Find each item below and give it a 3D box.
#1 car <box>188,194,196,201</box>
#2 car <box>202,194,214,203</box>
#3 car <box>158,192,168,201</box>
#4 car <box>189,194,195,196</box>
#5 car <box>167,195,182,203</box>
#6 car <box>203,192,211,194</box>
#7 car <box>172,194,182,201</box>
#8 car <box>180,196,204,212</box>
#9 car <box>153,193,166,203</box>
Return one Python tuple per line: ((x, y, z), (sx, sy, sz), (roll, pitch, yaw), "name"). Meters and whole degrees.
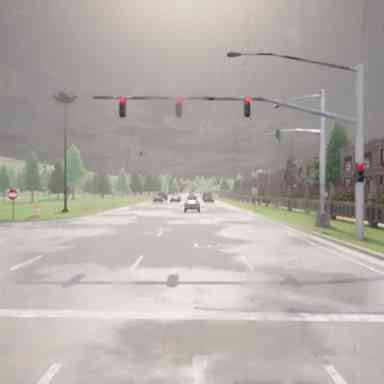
((0.027, 1.271, 78.737), (1.837, 1.490, 4.892), (0, 0, 0), "car")
((3.524, 1.547, 68.763), (1.895, 1.301, 4.718), (0, 0, 0), "car")
((-6.973, 0.996, 78.769), (2.150, 2.045, 5.566), (0, 0, 0), "car")
((0.023, 1.298, 68.704), (2.097, 1.767, 4.553), (0, 0, 0), "car")
((-3.476, 1.510, 68.735), (1.994, 1.385, 4.181), (0, 0, 0), "car")
((3.527, 0.996, 78.766), (2.150, 2.045, 5.566), (0, 0, 0), "car")
((-3.473, 1.311, 78.738), (2.033, 1.411, 5.357), (0, 0, 0), "car")
((0.013, 1.518, 37.704), (2.033, 1.411, 5.357), (0, 0, 0), "car")
((-6.976, 1.472, 68.736), (1.812, 1.442, 4.674), (0, 0, 0), "car")
